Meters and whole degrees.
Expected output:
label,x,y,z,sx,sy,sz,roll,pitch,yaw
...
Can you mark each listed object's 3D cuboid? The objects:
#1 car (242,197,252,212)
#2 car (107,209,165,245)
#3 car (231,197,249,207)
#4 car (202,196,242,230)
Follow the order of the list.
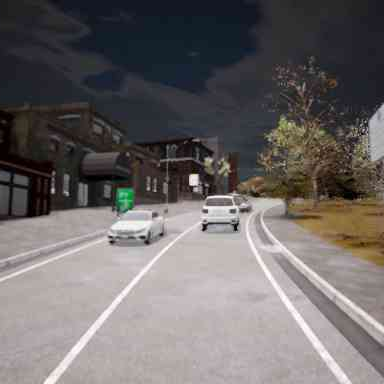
label,x,y,z,sx,sy,sz,roll,pitch,yaw
car,5.915,1.636,39.118,1.895,1.301,4.718,-2,0,16
car,-2.516,1.586,16.116,1.812,1.442,4.674,-1,0,7
car,8.178,1.620,56.677,1.837,1.490,4.892,-2,0,22
car,1.922,1.259,21.446,2.150,2.045,5.566,-1,0,9
